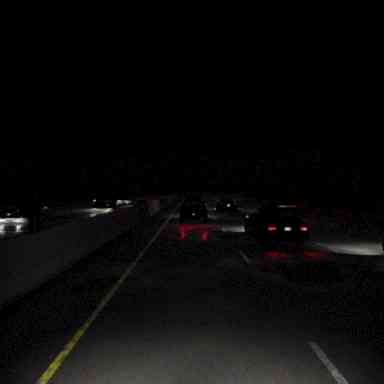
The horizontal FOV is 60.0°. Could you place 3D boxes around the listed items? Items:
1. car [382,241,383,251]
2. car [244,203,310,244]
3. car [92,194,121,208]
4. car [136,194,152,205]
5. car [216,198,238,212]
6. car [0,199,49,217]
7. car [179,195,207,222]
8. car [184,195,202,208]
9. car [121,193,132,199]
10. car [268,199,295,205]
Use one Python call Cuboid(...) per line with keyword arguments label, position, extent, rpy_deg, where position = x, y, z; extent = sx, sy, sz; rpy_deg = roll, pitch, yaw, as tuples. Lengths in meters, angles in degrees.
Cuboid(label="car", position=(7.102, 1.453, 8.886), extent=(1.812, 1.442, 4.674), rpy_deg=(0, 0, 0))
Cuboid(label="car", position=(3.603, 1.426, 15.019), extent=(2.033, 1.411, 5.357), rpy_deg=(0, 0, 0))
Cuboid(label="car", position=(-10.578, 1.026, 40.596), extent=(2.097, 1.767, 4.553), rpy_deg=(0, 0, 0))
Cuboid(label="car", position=(-7.065, 1.081, 49.311), extent=(1.882, 1.535, 5.008), rpy_deg=(0, 0, 0))
Cuboid(label="car", position=(3.606, 1.283, 34.822), extent=(1.994, 1.385, 4.181), rpy_deg=(0, 0, 0))
Cuboid(label="car", position=(-14.094, 1.321, 28.250), extent=(2.033, 1.411, 5.357), rpy_deg=(0, 0, 0))
Cuboid(label="car", position=(0.105, 1.281, 24.339), extent=(1.882, 1.535, 5.008), rpy_deg=(0, 1, 0))
Cuboid(label="car", position=(0.110, 1.157, 41.687), extent=(2.128, 1.511, 4.902), rpy_deg=(0, 1, 0))
Cuboid(label="car", position=(-13.986, 0.871, 69.881), extent=(1.895, 1.301, 4.718), rpy_deg=(0, 0, 0))
Cuboid(label="car", position=(7.106, 1.273, 27.089), extent=(2.128, 1.511, 4.902), rpy_deg=(0, 0, 0))
